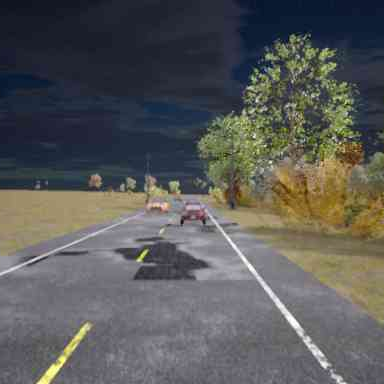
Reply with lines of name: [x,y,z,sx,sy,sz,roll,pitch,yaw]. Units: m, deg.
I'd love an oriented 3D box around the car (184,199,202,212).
car: [0.103,1.578,41.479,2.033,1.411,5.357,0,0,0]

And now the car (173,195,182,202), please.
car: [-3.494,1.571,81.035,1.837,1.490,4.892,0,0,0]

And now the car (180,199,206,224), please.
car: [0.095,1.543,24.961,1.812,1.442,4.674,0,0,0]

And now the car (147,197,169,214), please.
car: [-3.590,1.377,35.680,2.097,1.767,4.553,0,0,0]
